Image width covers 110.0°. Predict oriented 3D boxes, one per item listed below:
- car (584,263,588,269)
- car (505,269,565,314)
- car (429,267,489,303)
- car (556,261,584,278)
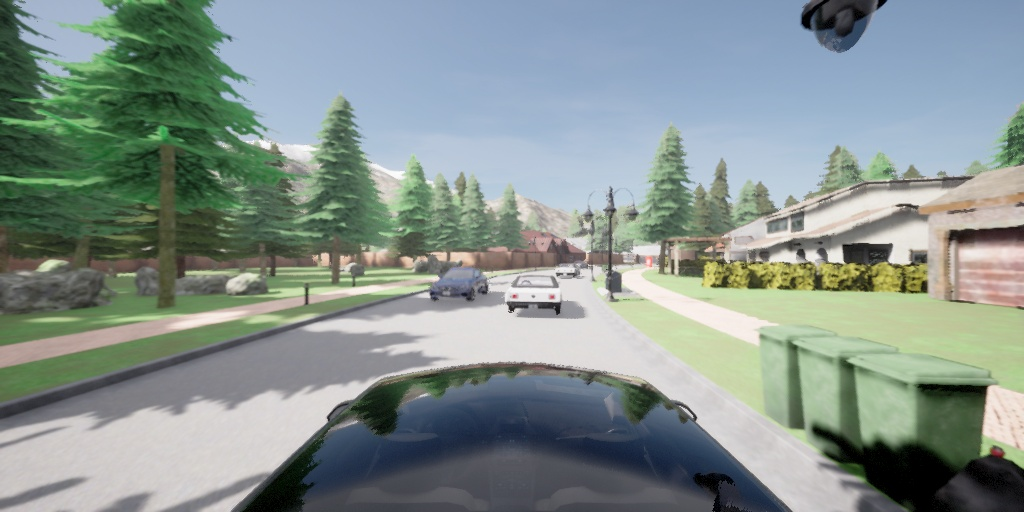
[{"bbox_3d":[10.268,1.408,55.560,1.895,1.301,4.718,0,0,29],"label":"car"},{"bbox_3d":[0.953,1.359,13.901,1.895,1.301,4.718,0,0,7],"label":"car"},{"bbox_3d":[-2.337,1.273,17.022,1.812,1.442,4.674,0,0,9],"label":"car"},{"bbox_3d":[5.556,1.383,35.054,1.895,1.301,4.718,0,0,18],"label":"car"}]
